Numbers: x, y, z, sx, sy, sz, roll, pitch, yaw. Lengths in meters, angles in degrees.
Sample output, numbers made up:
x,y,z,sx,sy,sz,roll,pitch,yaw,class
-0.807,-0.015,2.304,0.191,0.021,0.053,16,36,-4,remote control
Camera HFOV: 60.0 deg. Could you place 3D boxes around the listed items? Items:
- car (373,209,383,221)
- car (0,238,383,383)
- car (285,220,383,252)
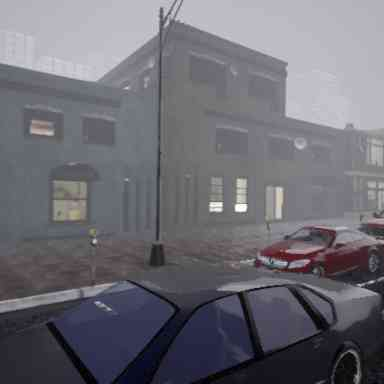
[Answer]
x,y,z,sx,sy,sz,roll,pitch,yaw,class
8.213,1.313,12.381,5.009,1.841,2.192,0,1,-35,car
-0.010,1.547,3.371,5.357,1.411,2.033,0,0,-36,car
3.568,1.581,9.099,4.206,1.307,1.802,0,1,-35,car
